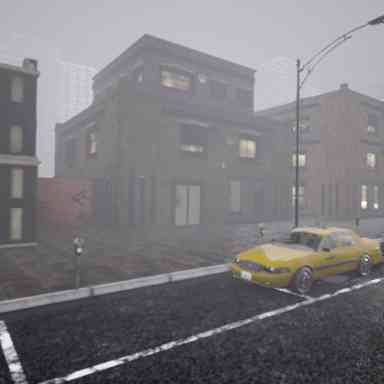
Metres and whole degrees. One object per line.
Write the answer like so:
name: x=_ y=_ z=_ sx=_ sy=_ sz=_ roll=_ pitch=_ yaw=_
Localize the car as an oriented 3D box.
car: x=3.173 y=1.528 z=8.769 sx=4.829 sy=1.417 sz=1.752 roll=0 pitch=1 yaw=-36
